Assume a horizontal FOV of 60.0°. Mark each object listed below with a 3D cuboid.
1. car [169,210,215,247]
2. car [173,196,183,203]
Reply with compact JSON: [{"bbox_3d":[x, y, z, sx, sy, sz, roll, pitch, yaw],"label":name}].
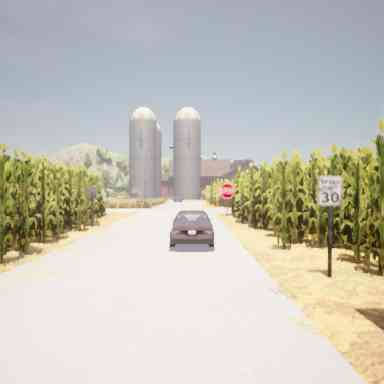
[{"bbox_3d":[0.000,1.492,14.643,2.033,1.411,5.357,0,1,0],"label":"car"},{"bbox_3d":[-3.100,1.579,73.322,1.882,1.535,5.008,0,0,0],"label":"car"}]
